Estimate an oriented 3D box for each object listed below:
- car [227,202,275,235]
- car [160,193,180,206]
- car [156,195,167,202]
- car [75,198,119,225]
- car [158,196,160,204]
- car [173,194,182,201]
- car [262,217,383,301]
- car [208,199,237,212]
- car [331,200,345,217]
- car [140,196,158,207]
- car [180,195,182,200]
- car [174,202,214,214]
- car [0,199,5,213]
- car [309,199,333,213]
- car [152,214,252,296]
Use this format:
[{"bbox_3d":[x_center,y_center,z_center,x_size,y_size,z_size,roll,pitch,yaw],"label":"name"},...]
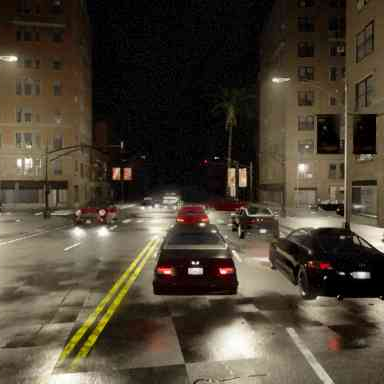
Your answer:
[{"bbox_3d":[3.169,1.502,17.297,1.837,1.490,4.892,0,0,0],"label":"car"},{"bbox_3d":[-3.599,1.214,55.539,2.150,2.045,5.566,0,0,0],"label":"car"},{"bbox_3d":[-6.854,1.517,75.722,2.033,1.411,5.357,0,0,0],"label":"car"},{"bbox_3d":[-6.708,1.347,23.795,2.097,1.767,4.553,0,0,0],"label":"car"},{"bbox_3d":[-6.853,1.481,61.017,2.128,1.511,4.902,0,0,0],"label":"car"},{"bbox_3d":[-3.644,1.331,84.367,1.882,1.535,5.008,0,0,0],"label":"car"},{"bbox_3d":[3.270,1.562,8.384,1.994,1.385,4.181,0,0,1],"label":"car"},{"bbox_3d":[3.921,1.474,36.020,5.008,1.535,1.882,0,1,29],"label":"car"},{"bbox_3d":[16.065,1.762,31.802,4.313,1.339,1.947,0,0,0],"label":"car"},{"bbox_3d":[-6.842,1.557,52.132,1.994,1.385,4.181,0,0,-1],"label":"car"},{"bbox_3d":[-3.574,1.211,69.287,2.150,2.045,5.566,0,0,0],"label":"car"},{"bbox_3d":[0.015,1.523,18.340,1.812,1.442,4.674,0,0,0],"label":"car"},{"bbox_3d":[-20.513,1.398,31.817,4.674,1.442,1.812,0,1,-8],"label":"car"},{"bbox_3d":[15.845,1.602,37.741,4.902,1.511,2.128,0,1,2],"label":"car"},{"bbox_3d":[0.051,1.546,8.814,2.033,1.411,5.357,0,0,0],"label":"car"}]
